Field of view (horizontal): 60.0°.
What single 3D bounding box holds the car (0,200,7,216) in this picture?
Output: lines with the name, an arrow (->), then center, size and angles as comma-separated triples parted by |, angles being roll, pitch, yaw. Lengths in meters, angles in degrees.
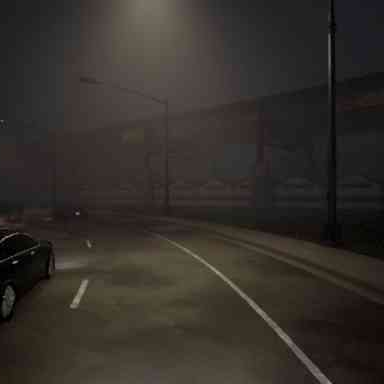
car -> -20.342, 1.724, 32.520 | 4.718, 1.301, 1.895 | 0, 0, 39

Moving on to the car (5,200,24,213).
car -> -20.528, 1.619, 37.012 | 4.902, 1.511, 2.128 | 0, 0, 39

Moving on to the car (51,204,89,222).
car -> -9.985, 1.628, 27.066 | 1.994, 1.385, 4.181 | 0, 0, -38

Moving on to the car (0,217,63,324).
car -> -4.308, 1.533, 7.011 | 1.837, 1.490, 4.892 | 1, 0, -9
